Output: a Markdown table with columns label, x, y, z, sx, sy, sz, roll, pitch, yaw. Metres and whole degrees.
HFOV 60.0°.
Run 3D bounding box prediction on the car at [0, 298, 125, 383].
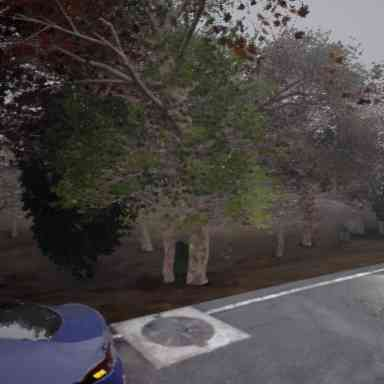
| label | x | y | z | sx | sy | sz | roll | pitch | yaw |
| --- | --- | --- | --- | --- | --- | --- | --- | --- | --- |
| car | -2.743 | 1.530 | 2.049 | 4.674 | 1.442 | 1.812 | 0 | 0 | -35 |
